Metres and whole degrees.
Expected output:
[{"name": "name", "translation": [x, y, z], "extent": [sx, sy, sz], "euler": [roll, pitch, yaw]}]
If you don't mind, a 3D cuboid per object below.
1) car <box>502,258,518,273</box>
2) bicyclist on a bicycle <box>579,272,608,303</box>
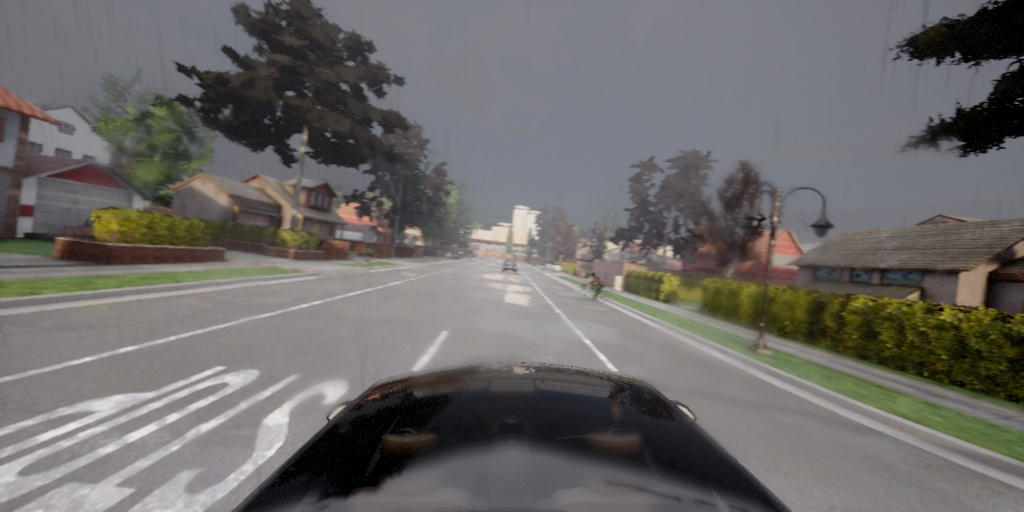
[{"name": "car", "translation": [-0.277, 1.329, 45.080], "extent": [2.033, 1.411, 5.357], "euler": [7, 0, -1]}, {"name": "bicyclist on a bicycle", "translation": [4.538, 1.739, 19.692], "extent": [1.656, 1.620, 0.582], "euler": [7, 0, -1]}]
